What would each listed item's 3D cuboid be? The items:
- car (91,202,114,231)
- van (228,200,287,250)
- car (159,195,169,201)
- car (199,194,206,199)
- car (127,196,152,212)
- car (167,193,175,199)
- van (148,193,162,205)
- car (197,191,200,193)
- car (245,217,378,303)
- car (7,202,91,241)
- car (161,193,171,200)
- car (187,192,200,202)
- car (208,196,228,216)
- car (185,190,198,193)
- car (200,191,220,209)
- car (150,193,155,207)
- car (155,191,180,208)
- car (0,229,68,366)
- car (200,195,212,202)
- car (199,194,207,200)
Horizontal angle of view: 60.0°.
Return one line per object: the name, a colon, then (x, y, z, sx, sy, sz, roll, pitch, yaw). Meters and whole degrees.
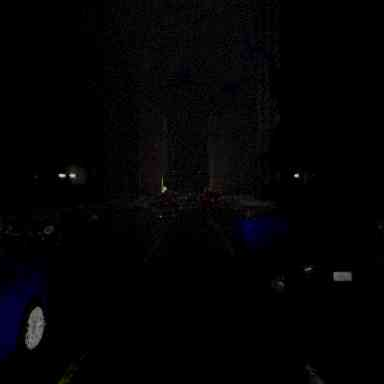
car: (-5.855, 1.334, 19.261, 1.967, 1.590, 4.097, 0, 0, 0)
van: (2.669, 1.263, 13.605, 1.690, 1.788, 3.998, 0, 0, 0)
car: (-5.843, 1.248, 70.021, 1.802, 1.307, 4.206, 0, 0, 0)
car: (2.687, 1.111, 86.914, 1.887, 1.381, 4.507, 0, 0, 0)
car: (-5.859, 1.351, 35.977, 1.752, 1.417, 4.829, 0, 0, 1)
car: (-5.838, 1.098, 92.581, 1.947, 1.339, 4.313, 0, 0, 0)
van: (-5.848, 1.097, 53.101, 1.690, 1.788, 3.998, 0, 0, 0)
car: (2.684, 1.073, 75.634, 1.967, 1.590, 4.097, 0, 0, 0)
car: (2.668, 1.518, 7.967, 1.947, 1.339, 4.313, 0, 0, 0)
car: (-5.856, 1.362, 13.622, 1.967, 1.590, 4.097, 0, 0, 0)
car: (-5.842, 1.073, 75.662, 1.967, 1.590, 4.097, 0, 0, 0)
car: (0.035, 1.250, 63.557, 2.033, 1.411, 5.357, 0, 0, 1)
car: (2.673, 1.373, 30.730, 1.752, 1.417, 4.829, 0, 0, 1)
car: (0.018, 0.994, 79.807, 2.128, 1.511, 4.902, 0, 0, 0)
car: (2.403, 1.036, 41.293, 2.150, 2.045, 5.566, 0, 0, 0)
car: (-5.850, 1.307, 47.290, 1.752, 1.417, 4.829, 0, 0, 0)
car: (-3.082, 1.019, 43.474, 2.150, 2.045, 5.566, 0, 0, 0)
car: (-3.101, 1.458, 3.156, 1.882, 1.535, 5.008, 0, 0, 0)
car: (2.681, 1.249, 64.357, 2.008, 1.369, 4.403, 0, 0, 0)
car: (2.685, 1.182, 81.275, 1.802, 1.307, 4.206, 0, 0, 0)
